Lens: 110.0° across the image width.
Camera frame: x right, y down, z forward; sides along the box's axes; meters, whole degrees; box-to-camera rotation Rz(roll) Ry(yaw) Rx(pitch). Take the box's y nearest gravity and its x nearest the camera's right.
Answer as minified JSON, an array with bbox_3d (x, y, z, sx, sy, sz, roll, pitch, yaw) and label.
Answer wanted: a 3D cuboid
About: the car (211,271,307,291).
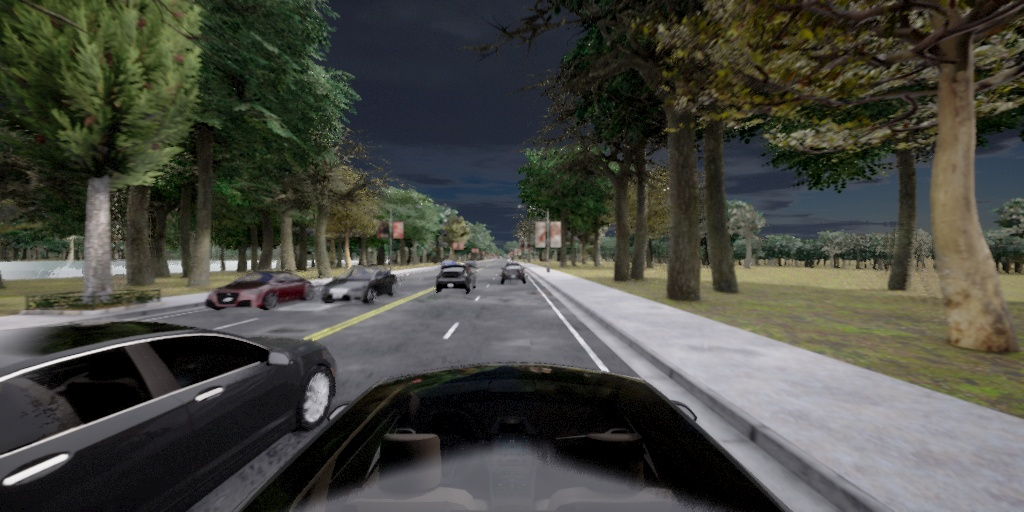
[{"bbox_3d":[-9.844,1.320,14.405,1.994,1.385,4.181,0,0,0],"label":"car"}]

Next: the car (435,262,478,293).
[{"bbox_3d":[-3.146,1.269,20.752,1.837,1.490,4.892,0,0,0],"label":"car"}]

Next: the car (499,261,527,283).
[{"bbox_3d":[0.094,1.303,27.916,1.812,1.442,4.674,0,0,0],"label":"car"}]

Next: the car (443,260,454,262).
[{"bbox_3d":[-9.942,1.347,55.970,1.882,1.535,5.008,0,0,0],"label":"car"}]

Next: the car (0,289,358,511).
[{"bbox_3d":[-3.152,1.255,2.667,1.837,1.490,4.892,0,0,0],"label":"car"}]

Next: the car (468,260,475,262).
[{"bbox_3d":[-6.693,1.424,57.825,2.033,1.411,5.357,0,0,0],"label":"car"}]

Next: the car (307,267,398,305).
[{"bbox_3d":[-6.594,1.249,16.037,2.128,1.511,4.902,0,0,0],"label":"car"}]
